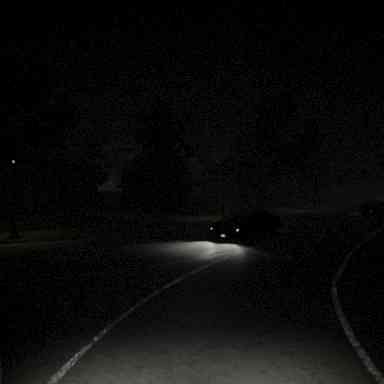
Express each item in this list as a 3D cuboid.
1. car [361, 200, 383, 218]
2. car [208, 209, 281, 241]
[{"bbox_3d":[16.946,1.517,30.787,1.882,1.535,5.008,0,0,35],"label":"car"},{"bbox_3d":[2.938,1.598,17.290,2.033,1.411,5.357,0,0,35],"label":"car"}]
